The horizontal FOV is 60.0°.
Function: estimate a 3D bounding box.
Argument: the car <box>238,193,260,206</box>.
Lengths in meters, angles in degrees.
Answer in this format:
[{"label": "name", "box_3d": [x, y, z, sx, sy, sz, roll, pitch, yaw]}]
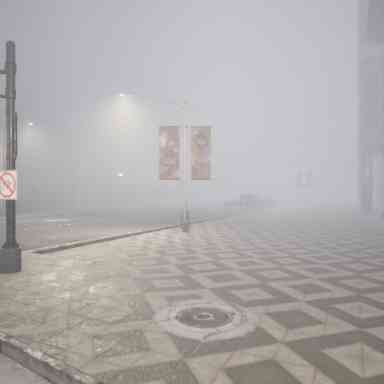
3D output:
[{"label": "car", "box_3d": [9.762, 1.183, 56.630, 2.150, 2.045, 5.566, 0, 0, 26]}]

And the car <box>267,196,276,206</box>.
[{"label": "car", "box_3d": [12.671, 1.448, 55.178, 2.128, 1.511, 4.902, 0, 0, 26]}]

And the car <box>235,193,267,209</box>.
[{"label": "car", "box_3d": [8.159, 1.188, 45.846, 2.150, 2.045, 5.566, 0, 0, 26]}]

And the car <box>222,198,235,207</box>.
[{"label": "car", "box_3d": [6.106, 1.570, 49.063, 1.895, 1.301, 4.718, 0, 0, 27]}]
